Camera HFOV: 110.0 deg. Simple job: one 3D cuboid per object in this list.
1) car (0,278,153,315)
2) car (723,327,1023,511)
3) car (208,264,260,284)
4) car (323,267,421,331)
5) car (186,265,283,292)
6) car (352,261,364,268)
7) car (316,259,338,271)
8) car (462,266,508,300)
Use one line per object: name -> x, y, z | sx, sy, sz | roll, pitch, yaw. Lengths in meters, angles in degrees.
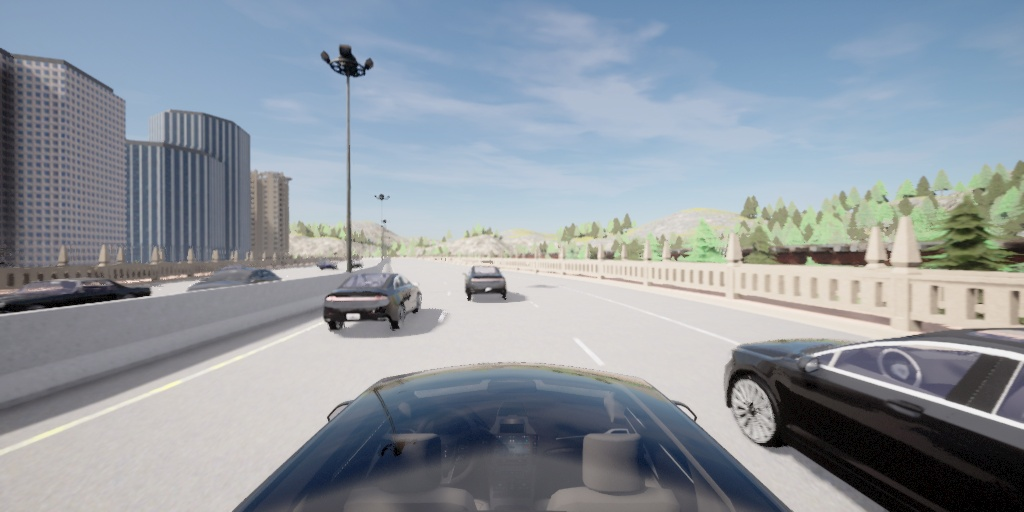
car -> -14.815, 1.414, 11.770 | 1.895, 1.301, 4.718 | 0, 0, -7
car -> 3.437, 1.223, 2.310 | 2.128, 1.511, 4.902 | 0, 0, -1
car -> -22.255, 1.390, 28.919 | 1.994, 1.385, 4.181 | 0, 0, -18
car -> -4.039, 1.249, 11.058 | 2.128, 1.511, 4.902 | 0, 0, -5
car -> -11.890, 1.296, 15.729 | 1.837, 1.490, 4.892 | 0, 0, -9
car -> -23.653, 1.394, 54.627 | 1.895, 1.301, 4.718 | 0, 0, -19
car -> -26.244, 1.413, 51.396 | 1.895, 1.301, 4.718 | 0, 0, -19
car -> -1.394, 1.225, 17.672 | 2.128, 1.511, 4.902 | 0, 0, -9
